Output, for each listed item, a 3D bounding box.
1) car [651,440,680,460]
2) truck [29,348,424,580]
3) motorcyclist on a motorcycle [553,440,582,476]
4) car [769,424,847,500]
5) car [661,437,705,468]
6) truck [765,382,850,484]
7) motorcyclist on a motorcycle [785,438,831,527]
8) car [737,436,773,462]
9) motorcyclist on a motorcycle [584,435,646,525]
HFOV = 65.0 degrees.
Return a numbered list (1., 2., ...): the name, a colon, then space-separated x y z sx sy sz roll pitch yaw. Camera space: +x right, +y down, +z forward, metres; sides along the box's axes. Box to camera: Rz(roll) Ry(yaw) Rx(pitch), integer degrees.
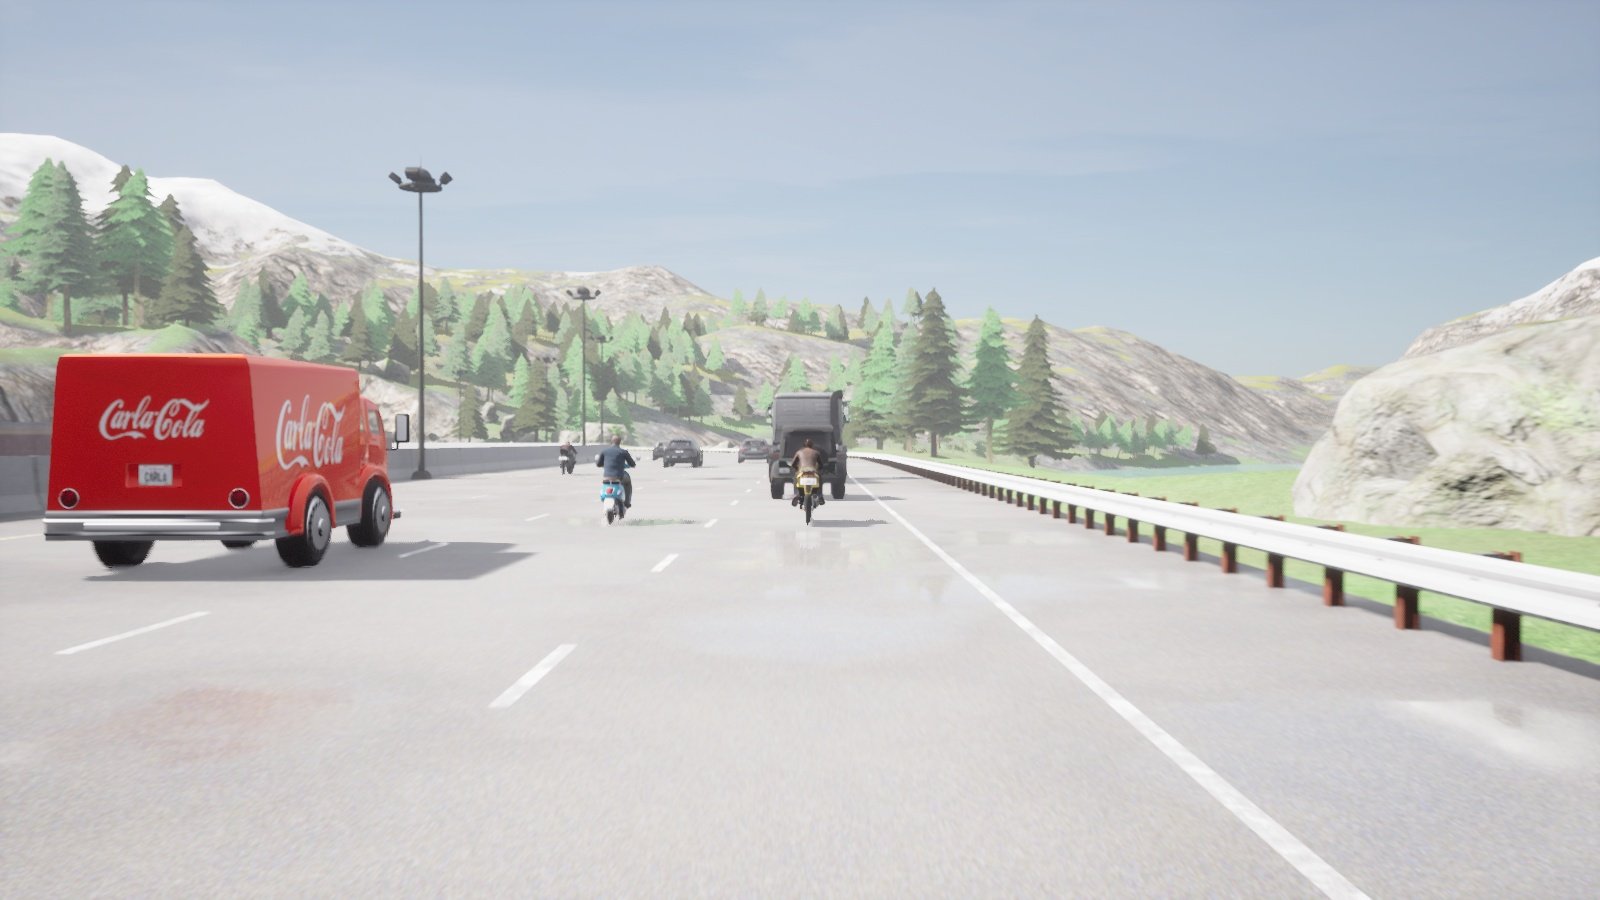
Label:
1. car: -10.197 -0.040 95.588 1.970 1.475 3.806 0 0 -3
2. truck: -6.894 0.129 15.993 2.627 2.467 5.204 0 0 0
3. motorcyclist on a motorcycle: -10.173 0.345 55.003 0.866 1.530 2.191 0 0 0
4. car: 0.201 0.286 32.810 1.905 1.878 3.866 0 0 0
5. car: -6.583 0.118 71.048 2.033 1.649 4.856 0 0 0
6. truck: 0.280 -0.599 46.757 2.891 3.462 7.936 0 0 0
7. motorcyclist on a motorcycle: 0.143 0.553 22.547 0.797 1.523 2.044 0 1 0
8. car: -3.005 -0.072 84.823 2.242 1.667 4.611 0 0 0
9. motorcyclist on a motorcycle: -3.355 0.519 22.915 0.866 1.590 1.817 0 0 0
